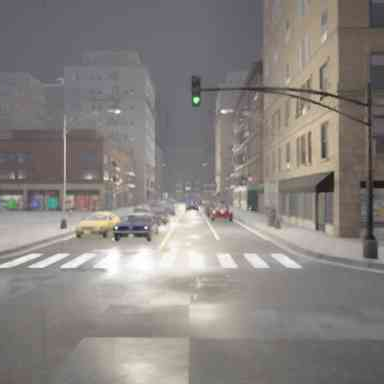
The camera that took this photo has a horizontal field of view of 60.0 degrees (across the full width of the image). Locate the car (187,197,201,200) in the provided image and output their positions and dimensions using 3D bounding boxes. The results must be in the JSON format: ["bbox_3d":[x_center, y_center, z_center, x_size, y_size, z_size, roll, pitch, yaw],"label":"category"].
[{"bbox_3d":[0.020,1.975,59.746,2.150,2.045,5.566,0,-1,0],"label":"car"}]

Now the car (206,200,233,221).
[{"bbox_3d":[2.648,1.830,30.951,1.967,1.590,4.097,0,-1,0],"label":"car"}]

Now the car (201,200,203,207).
[{"bbox_3d":[2.654,2.131,48.104,1.752,1.417,4.829,0,-1,0],"label":"car"}]

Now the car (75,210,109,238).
[{"bbox_3d":[-5.381,1.774,19.460,1.752,1.417,4.829,0,-1,0],"label":"car"}]

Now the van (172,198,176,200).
[{"bbox_3d":[-5.359,2.377,81.909,1.690,1.788,3.998,0,-1,0],"label":"van"}]

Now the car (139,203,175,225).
[{"bbox_3d":[-2.846,1.901,27.887,2.033,1.411,5.357,0,-1,0],"label":"car"}]

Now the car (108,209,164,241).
[{"bbox_3d":[-2.876,1.832,18.150,1.895,1.301,4.718,0,-1,1],"label":"car"}]

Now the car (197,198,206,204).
[{"bbox_3d":[2.670,2.492,93.229,2.192,1.841,5.009,0,-1,0],"label":"car"}]

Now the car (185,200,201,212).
[{"bbox_3d":[0.017,2.225,49.440,1.895,1.301,4.718,0,-1,0],"label":"car"}]

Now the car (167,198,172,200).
[{"bbox_3d":[-5.365,2.343,64.752,1.752,1.417,4.829,0,-1,0],"label":"car"}]

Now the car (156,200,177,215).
[{"bbox_3d":[-2.829,2.003,37.728,1.812,1.442,4.674,0,-1,0],"label":"car"}]

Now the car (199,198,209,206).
[{"bbox_3d":[2.664,2.276,76.244,2.192,1.841,5.009,0,-1,0],"label":"car"}]

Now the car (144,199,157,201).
[{"bbox_3d":[-5.373,1.850,42.279,2.192,1.841,5.009,0,-1,0],"label":"car"}]

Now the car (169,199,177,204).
[{"bbox_3d":[-5.355,2.730,93.229,2.008,1.369,4.403,0,-1,0],"label":"car"}]

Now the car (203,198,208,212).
[{"bbox_3d":[2.650,1.777,36.614,2.192,1.841,5.009,0,-1,0],"label":"car"}]

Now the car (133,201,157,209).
[{"bbox_3d":[-5.375,2.015,36.615,2.008,1.369,4.403,0,-1,0],"label":"car"}]

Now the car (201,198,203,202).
[{"bbox_3d":[2.660,2.369,64.919,2.008,1.369,4.403,0,-1,0],"label":"car"}]
